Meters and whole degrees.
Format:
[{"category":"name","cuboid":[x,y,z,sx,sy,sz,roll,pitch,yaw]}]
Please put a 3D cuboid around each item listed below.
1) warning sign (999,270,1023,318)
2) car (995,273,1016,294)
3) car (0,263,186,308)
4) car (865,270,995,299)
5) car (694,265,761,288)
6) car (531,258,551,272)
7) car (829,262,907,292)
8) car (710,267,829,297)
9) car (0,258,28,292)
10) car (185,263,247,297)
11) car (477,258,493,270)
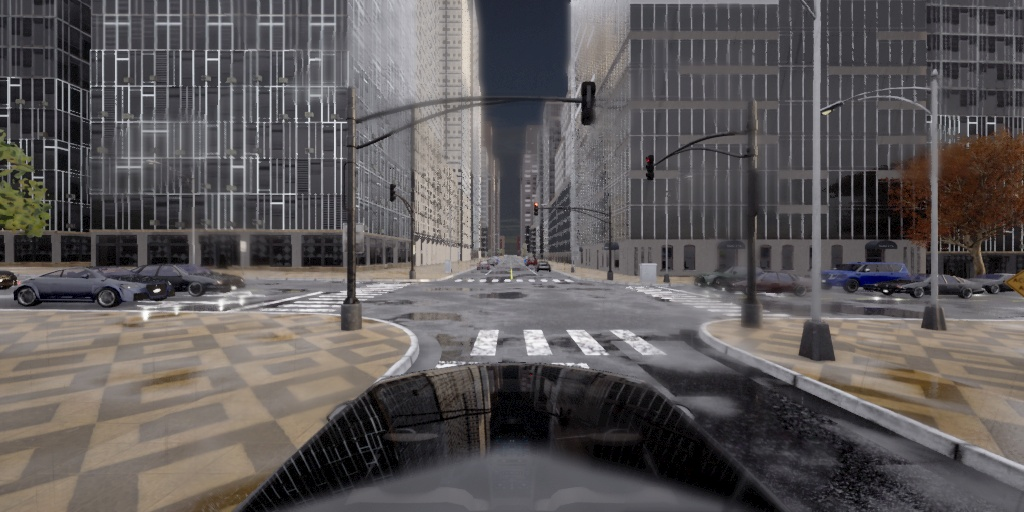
[{"category":"warning sign","cuboid":[17.271,1.204,11.892,1.060,1.860,1.300,0,0,-3]},{"category":"car","cuboid":[34.560,1.942,25.409,5.357,1.411,2.033,1,0,-3]},{"category":"car","cuboid":[-15.083,1.063,13.133,4.181,1.385,1.994,1,0,-3]},{"category":"car","cuboid":[25.181,1.775,21.721,5.357,1.411,2.033,1,0,-3]},{"category":"car","cuboid":[14.990,1.396,24.498,4.553,1.767,2.097,1,0,-3]},{"category":"car","cuboid":[3.912,1.329,45.690,1.948,1.339,4.313,0,0,0]},{"category":"car","cuboid":[24.333,1.433,24.933,5.566,2.045,2.150,1,0,-3]},{"category":"car","cuboid":[15.122,1.595,21.250,5.357,1.411,2.033,1,0,-3]},{"category":"car","cuboid":[-25.279,0.816,15.914,4.892,1.490,1.837,1,0,-3]},{"category":"car","cuboid":[-15.357,1.040,16.408,5.357,1.411,2.033,1,0,0]},{"category":"car","cuboid":[-4.043,1.342,51.180,1.802,1.307,4.207,0,0,0]}]
